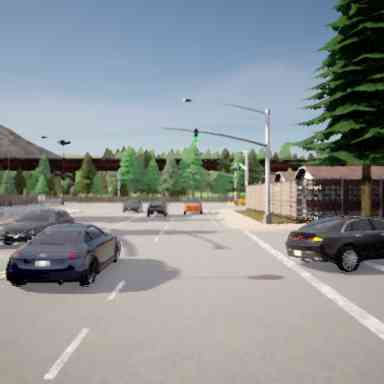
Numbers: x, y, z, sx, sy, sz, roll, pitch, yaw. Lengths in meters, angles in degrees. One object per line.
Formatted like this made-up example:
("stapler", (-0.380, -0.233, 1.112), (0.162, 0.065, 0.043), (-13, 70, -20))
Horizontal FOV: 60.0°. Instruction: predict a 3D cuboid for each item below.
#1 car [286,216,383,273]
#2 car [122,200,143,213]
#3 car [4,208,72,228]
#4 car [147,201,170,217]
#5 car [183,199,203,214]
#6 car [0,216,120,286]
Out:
("car", (5.354, 1.527, 10.654), (4.892, 1.490, 1.837), (0, -4, -21))
("car", (-7.001, 1.690, 39.542), (1.837, 1.490, 4.892), (0, -1, 0))
("car", (-7.098, 1.579, 15.855), (1.837, 1.490, 4.892), (0, 0, 0))
("car", (-3.396, 1.657, 33.304), (1.837, 1.490, 4.892), (0, 0, 0))
("car", (0.132, 1.522, 37.181), (2.097, 1.767, 4.553), (0, 0, 0))
("car", (-3.401, 1.609, 9.587), (1.994, 1.385, 4.181), (0, 0, 0))
